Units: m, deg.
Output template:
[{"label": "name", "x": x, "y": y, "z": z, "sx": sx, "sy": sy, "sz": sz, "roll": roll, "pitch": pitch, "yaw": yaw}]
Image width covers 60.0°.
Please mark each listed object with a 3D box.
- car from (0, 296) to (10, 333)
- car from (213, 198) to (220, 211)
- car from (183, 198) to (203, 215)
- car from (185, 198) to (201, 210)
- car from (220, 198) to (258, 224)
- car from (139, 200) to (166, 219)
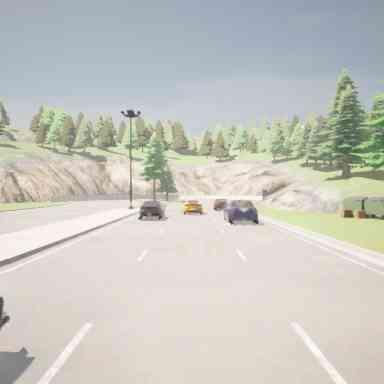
[{"label": "car", "x": -3.403, "y": 1.601, "z": 2.380, "sx": 1.895, "sy": 1.301, "sz": 4.718, "roll": 0, "pitch": 0, "yaw": 0}, {"label": "car", "x": 3.609, "y": 1.526, "z": 41.321, "sx": 1.812, "sy": 1.442, "sz": 4.674, "roll": 0, "pitch": 0, "yaw": 0}, {"label": "car", "x": 0.096, "y": 1.477, "z": 34.558, "sx": 1.882, "sy": 1.535, "sz": 5.008, "roll": 0, "pitch": 0, "yaw": 0}, {"label": "car", "x": 0.137, "y": 1.547, "z": 44.385, "sx": 2.033, "sy": 1.411, "sz": 5.357, "roll": 0, "pitch": 0, "yaw": 1}, {"label": "car", "x": 3.600, "y": 1.352, "z": 25.179, "sx": 2.097, "sy": 1.767, "sz": 4.553, "roll": 0, "pitch": 0, "yaw": 0}, {"label": "car", "x": -3.399, "y": 1.504, "z": 28.873, "sx": 1.837, "sy": 1.490, "sz": 4.892, "roll": 0, "pitch": 0, "yaw": 0}]
